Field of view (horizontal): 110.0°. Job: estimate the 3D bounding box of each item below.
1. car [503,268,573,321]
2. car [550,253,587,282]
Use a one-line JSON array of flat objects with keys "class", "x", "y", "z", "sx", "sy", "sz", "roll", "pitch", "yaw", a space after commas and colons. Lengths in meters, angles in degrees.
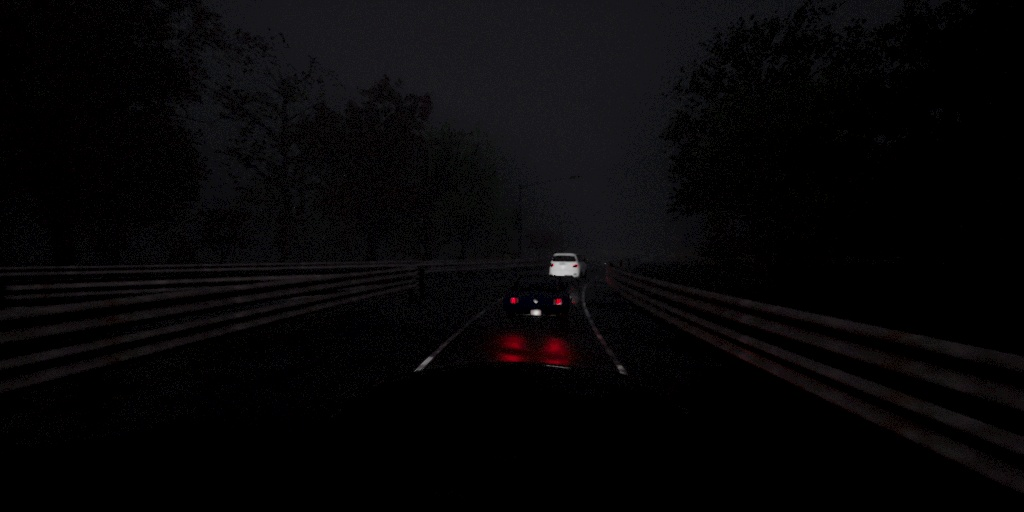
[{"class": "car", "x": 0.972, "y": 1.272, "z": 12.180, "sx": 1.895, "sy": 1.301, "sz": 4.718, "roll": 0, "pitch": 0, "yaw": 8}, {"class": "car", "x": 4.273, "y": 0.790, "z": 26.831, "sx": 2.150, "sy": 2.045, "sz": 5.566, "roll": 1, "pitch": 1, "yaw": 18}]
